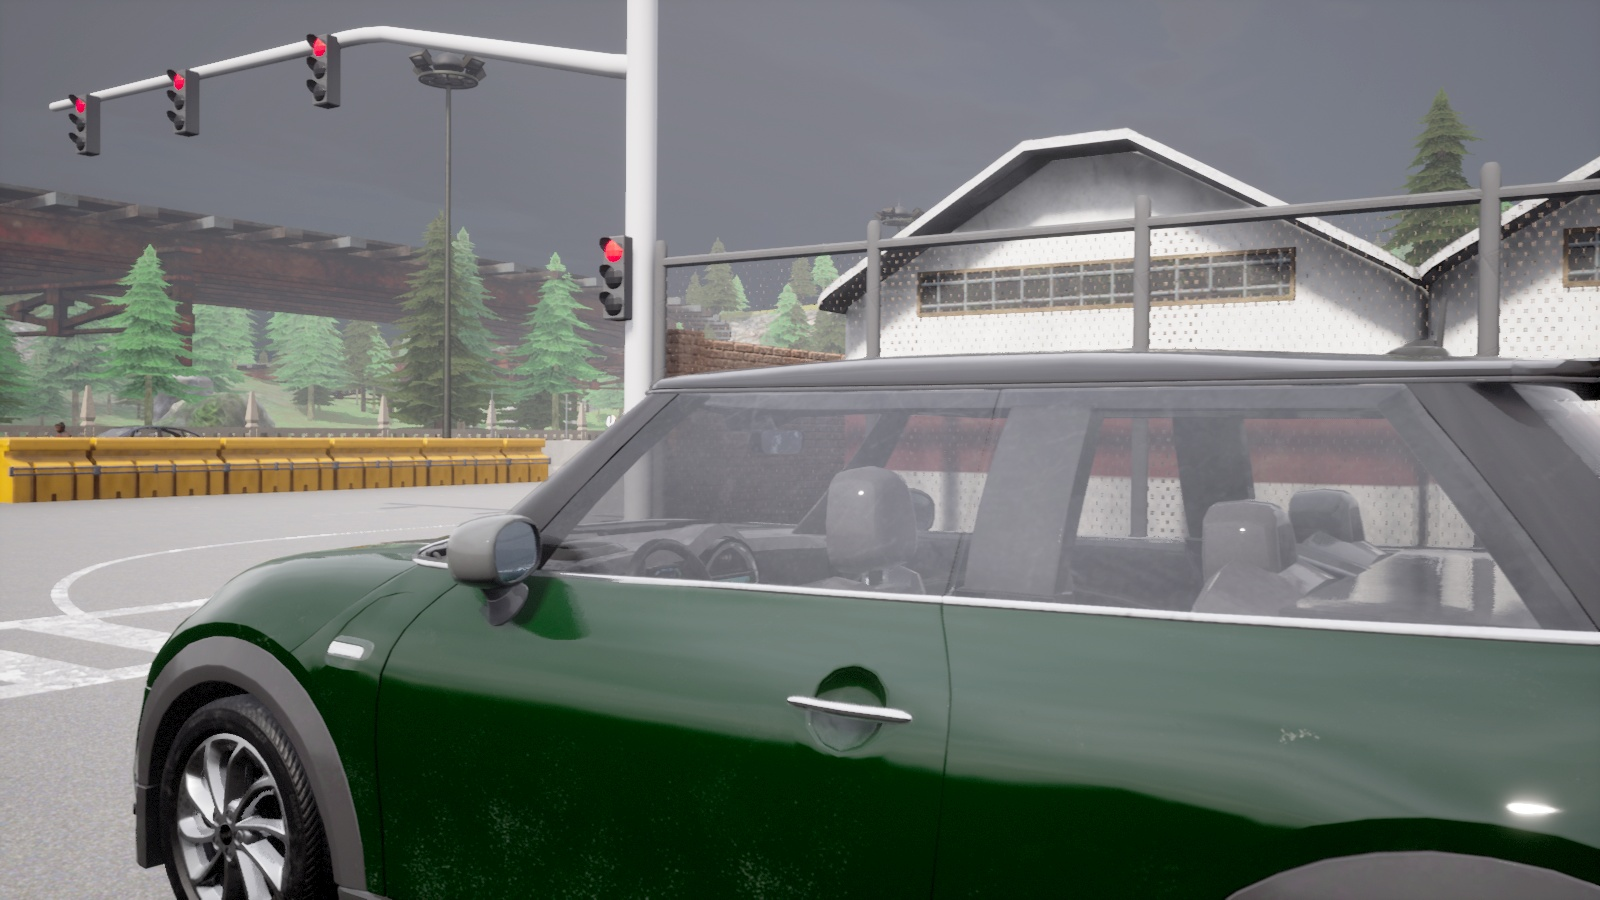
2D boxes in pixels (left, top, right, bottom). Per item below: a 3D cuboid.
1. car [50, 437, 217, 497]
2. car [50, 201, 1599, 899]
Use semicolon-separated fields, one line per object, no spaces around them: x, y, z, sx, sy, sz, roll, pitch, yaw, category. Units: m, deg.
-18.464;0.429;34.928;1.789;1.549;3.705;0;1;32;car
0.168;0.541;3.510;4.553;1.767;2.097;0;1;33;car
